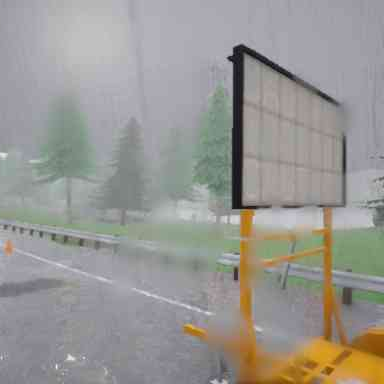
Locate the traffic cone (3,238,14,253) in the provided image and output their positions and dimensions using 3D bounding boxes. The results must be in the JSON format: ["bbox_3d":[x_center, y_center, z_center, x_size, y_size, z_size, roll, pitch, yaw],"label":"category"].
[{"bbox_3d":[-7.485,2.162,13.611,0.340,0.580,0.340,0,-2,43],"label":"traffic cone"}]

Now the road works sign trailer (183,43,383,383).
[{"bbox_3d":[0.973,0.568,3.640,2.880,3.560,2.380,0,-2,43],"label":"road works sign trailer"}]
